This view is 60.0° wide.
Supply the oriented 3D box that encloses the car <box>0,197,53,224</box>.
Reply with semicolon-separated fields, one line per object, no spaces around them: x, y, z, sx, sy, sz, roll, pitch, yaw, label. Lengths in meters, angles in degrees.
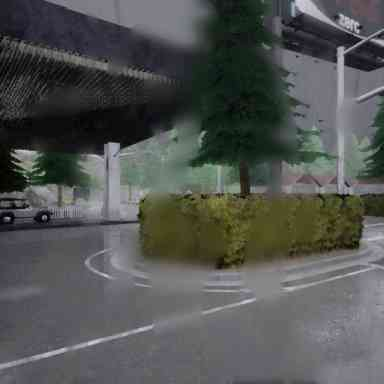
-11.994;1.313;23.455;3.866;1.878;1.905;0;0;-36;car
